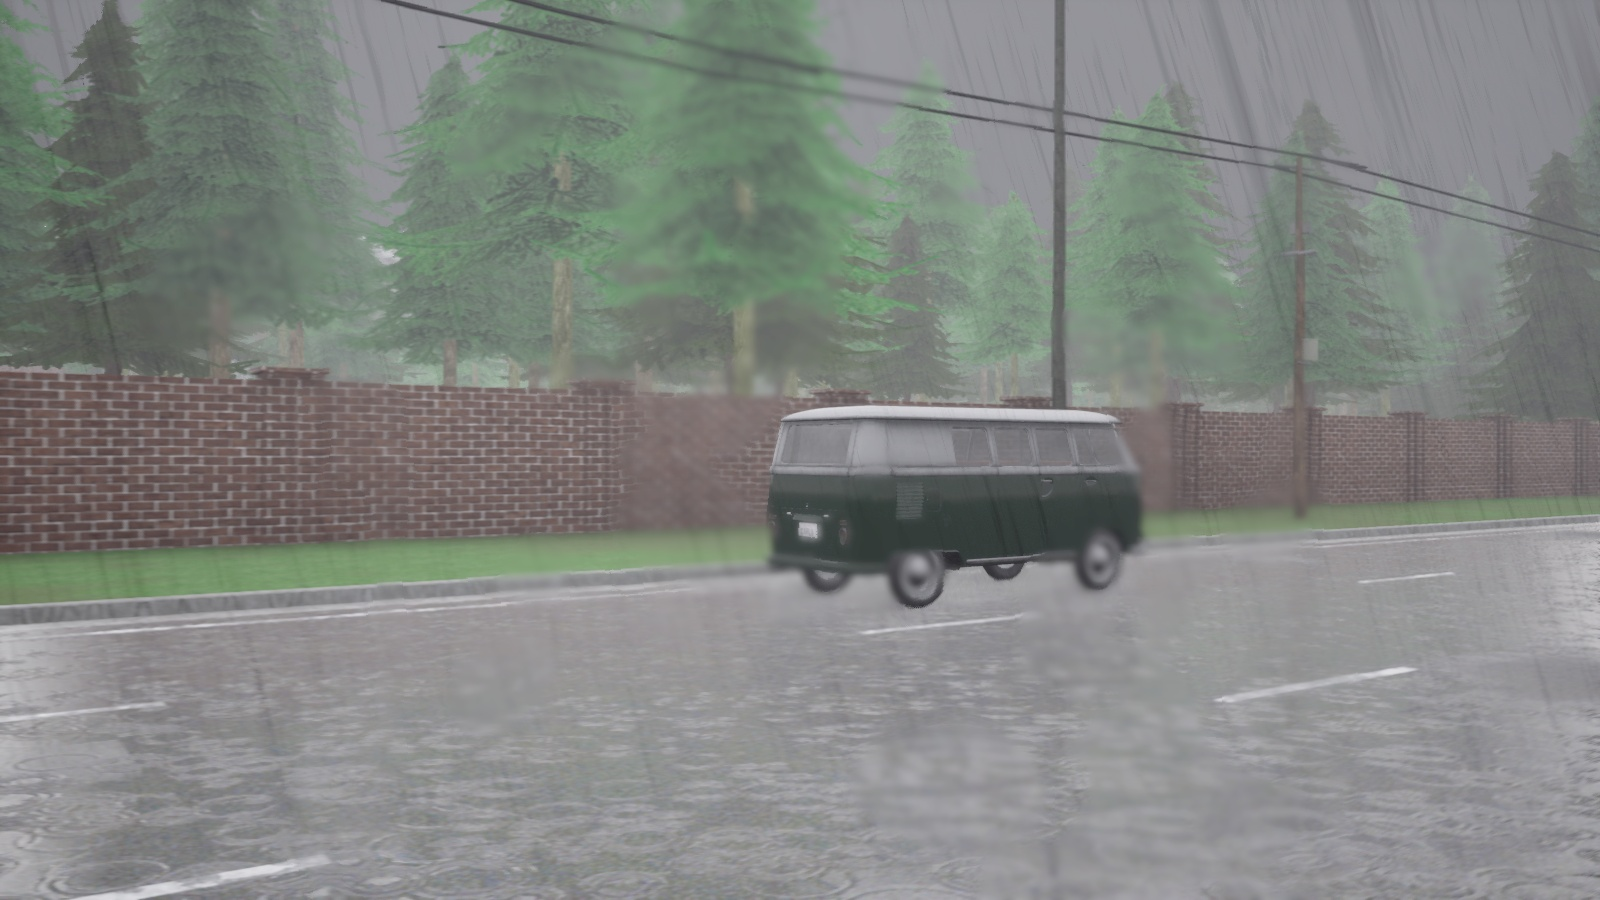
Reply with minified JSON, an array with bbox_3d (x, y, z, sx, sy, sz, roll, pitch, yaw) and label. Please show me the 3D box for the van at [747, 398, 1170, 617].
[{"bbox_3d":[1.785,0.527,13.430,4.442,1.987,1.775,0,0,-35],"label":"van"}]
